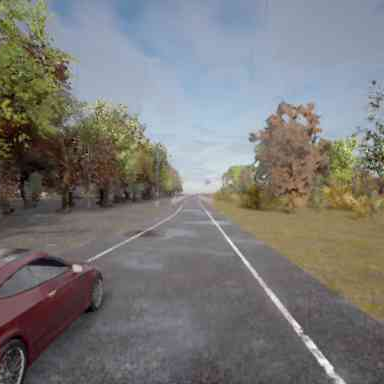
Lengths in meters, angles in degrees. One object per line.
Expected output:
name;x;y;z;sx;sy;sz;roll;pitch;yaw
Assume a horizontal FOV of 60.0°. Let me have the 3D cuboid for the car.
car;-2.743;1.541;4.805;1.812;1.442;4.674;0;0;2
